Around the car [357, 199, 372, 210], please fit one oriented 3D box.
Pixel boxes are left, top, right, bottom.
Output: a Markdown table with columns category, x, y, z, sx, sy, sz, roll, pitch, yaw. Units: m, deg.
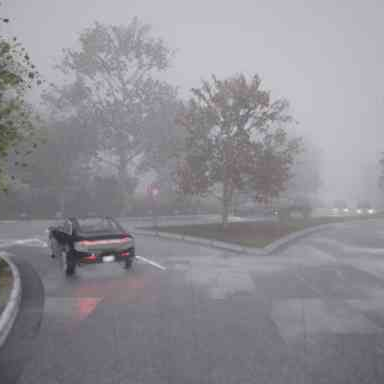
| category | x | y | z | sx | sy | sz | roll | pitch | yaw |
| --- | --- | --- | --- | --- | --- | --- | --- | --- | --- |
| car | 25.576 | 1.784 | 49.495 | 1.837 | 1.490 | 4.892 | 0 | 0 | 26 |

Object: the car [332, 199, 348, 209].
| category | x | y | z | sx | sy | sz | roll | pitch | yaw |
| --- | --- | --- | --- | --- | --- | --- | --- | --- | --- |
| car | 22.980 | 1.794 | 51.546 | 1.837 | 1.490 | 4.892 | 0 | 0 | 25 |

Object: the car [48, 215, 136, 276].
| category | x | y | z | sx | sy | sz | roll | pitch | yaw |
| --- | --- | --- | --- | --- | --- | --- | --- | --- | --- |
| car | -3.333 | 1.495 | 10.544 | 2.128 | 1.511 | 4.902 | 0 | 0 | -30 |

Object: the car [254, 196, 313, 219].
| category | x | y | z | sx | sy | sz | roll | pitch | yaw |
| --- | --- | --- | --- | --- | --- | --- | --- | --- | --- |
| car | 8.674 | 1.346 | 30.302 | 5.566 | 2.045 | 2.150 | 1 | -1 | -35 |

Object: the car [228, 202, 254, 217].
| category | x | y | z | sx | sy | sz | roll | pitch | yaw |
| --- | --- | --- | --- | --- | --- | --- | --- | --- | --- |
| car | 5.980 | 1.662 | 32.301 | 5.357 | 1.411 | 2.033 | 1 | -1 | -34 |
